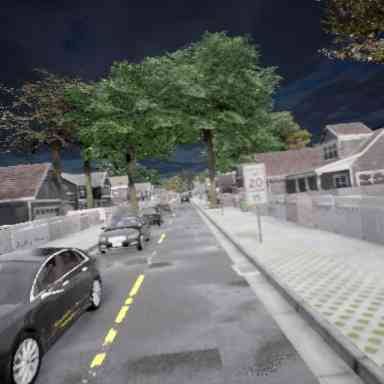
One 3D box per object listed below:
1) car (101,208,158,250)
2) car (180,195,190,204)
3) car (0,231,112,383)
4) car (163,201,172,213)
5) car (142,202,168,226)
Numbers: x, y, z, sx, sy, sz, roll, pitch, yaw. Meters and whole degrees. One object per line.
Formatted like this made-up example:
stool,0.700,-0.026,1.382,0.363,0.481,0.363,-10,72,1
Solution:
car,-3.113,1.874,15.979,2.128,1.511,4.902,-6,0,-1
car,-1.677,1.792,82.342,2.150,2.045,5.566,-6,0,-1
car,-2.963,1.826,5.658,1.837,1.490,4.892,-6,0,1
car,-3.566,1.898,41.896,2.033,1.411,5.357,-6,0,-1
car,-3.333,1.932,26.804,1.882,1.535,5.008,-6,0,-1
